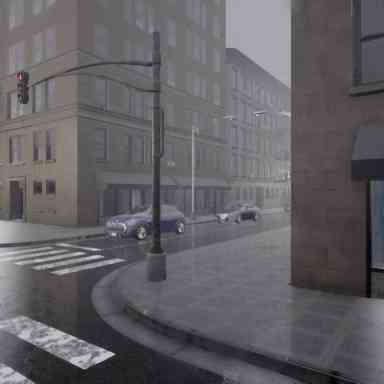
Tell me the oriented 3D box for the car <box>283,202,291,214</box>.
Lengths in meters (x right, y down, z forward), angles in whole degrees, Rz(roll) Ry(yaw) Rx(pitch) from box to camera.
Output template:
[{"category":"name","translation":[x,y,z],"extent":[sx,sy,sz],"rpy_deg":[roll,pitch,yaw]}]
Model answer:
[{"category":"car","translation":[11.870,1.702,37.504],"extent":[2.128,1.511,4.902],"rpy_deg":[0,0,36]}]

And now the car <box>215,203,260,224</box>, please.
[{"category":"car","translation":[3.652,1.629,25.973],"extent":[2.128,1.511,4.902],"rpy_deg":[0,0,36]}]

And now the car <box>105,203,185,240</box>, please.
[{"category":"car","translation":[-2.365,1.432,17.561],"extent":[2.097,1.767,4.553],"rpy_deg":[0,0,36]}]
